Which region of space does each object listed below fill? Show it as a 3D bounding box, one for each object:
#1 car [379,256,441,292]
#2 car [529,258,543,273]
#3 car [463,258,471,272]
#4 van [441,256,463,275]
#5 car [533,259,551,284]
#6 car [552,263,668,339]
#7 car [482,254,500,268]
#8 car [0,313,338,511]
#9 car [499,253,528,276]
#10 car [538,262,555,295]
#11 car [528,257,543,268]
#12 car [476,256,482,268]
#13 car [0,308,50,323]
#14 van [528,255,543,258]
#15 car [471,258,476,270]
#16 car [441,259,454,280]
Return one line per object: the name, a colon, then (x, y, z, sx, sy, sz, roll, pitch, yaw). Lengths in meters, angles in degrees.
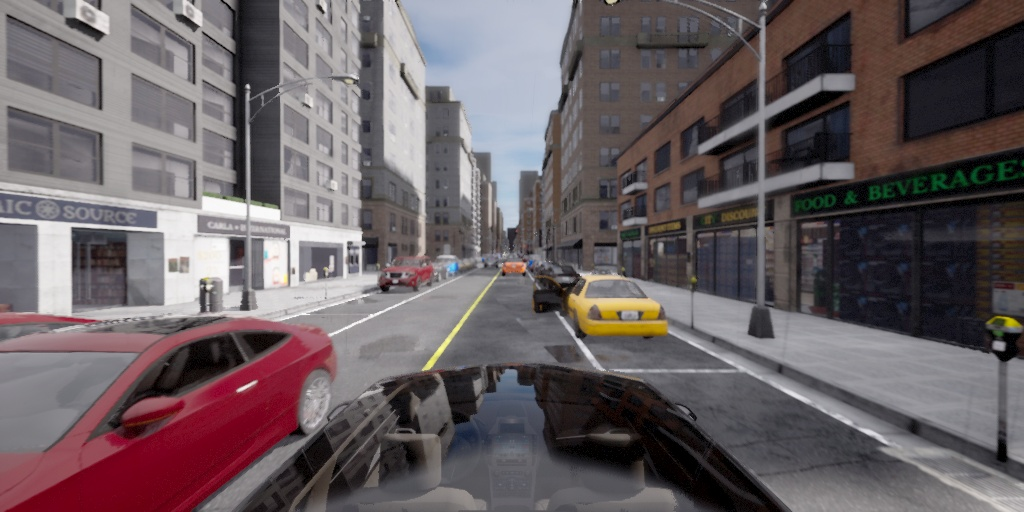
car: (-5.781, 0.928, 20.315, 2.192, 1.841, 5.009, 0, 0, 0)
car: (2.793, 1.081, 31.628, 2.007, 1.370, 4.403, 0, 0, 0)
car: (-5.709, 1.012, 37.150, 1.751, 1.417, 4.829, 0, 0, 0)
van: (-5.733, 0.871, 31.651, 1.690, 1.789, 3.998, 0, 0, 0)
car: (2.769, 1.138, 25.960, 1.948, 1.339, 4.313, 0, 0, 0)
car: (2.382, 1.147, 9.779, 1.801, 1.575, 5.366, 0, 0, 0)
car: (-2.803, 0.889, 48.915, 2.128, 1.511, 4.902, 0, 0, 0)
car: (-3.085, 1.268, 2.737, 1.812, 1.442, 4.674, 0, 0, 0)
car: (0.181, 0.871, 33.324, 2.097, 1.767, 4.553, 0, 1, 1)
car: (2.745, 1.180, 20.291, 1.948, 1.339, 4.313, 0, 0, 0)
car: (2.817, 1.069, 37.299, 1.802, 1.307, 4.207, 0, 0, 0)
car: (-5.661, 0.943, 48.656, 2.007, 1.370, 4.403, 0, 0, 0)
car: (-5.853, 1.283, 3.310, 1.888, 1.381, 4.507, 0, 0, 0)
van: (2.841, 0.781, 42.969, 1.690, 1.789, 3.998, 0, 0, 0)
car: (-5.685, 0.965, 42.819, 1.751, 1.417, 4.829, 0, 0, 0)
car: (-5.757, 1.123, 25.982, 2.007, 1.370, 4.403, 0, 0, 0)
